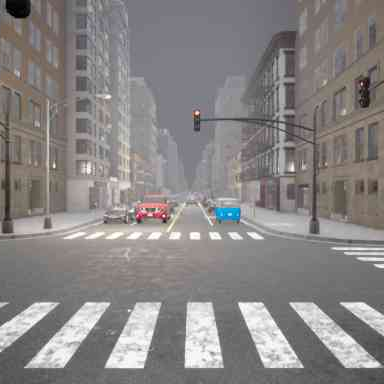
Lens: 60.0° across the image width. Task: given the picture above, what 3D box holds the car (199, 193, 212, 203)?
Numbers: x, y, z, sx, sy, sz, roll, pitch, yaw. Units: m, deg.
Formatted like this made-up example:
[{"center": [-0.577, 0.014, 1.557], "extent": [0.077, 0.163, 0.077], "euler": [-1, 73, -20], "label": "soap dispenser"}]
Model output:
[{"center": [2.616, 1.305, 53.375], "extent": [2.192, 1.841, 5.009], "euler": [0, 0, 0], "label": "car"}]

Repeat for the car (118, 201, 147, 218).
[{"center": [-5.401, 1.543, 30.638], "extent": [1.887, 1.381, 4.507], "euler": [0, 0, 0], "label": "car"}]

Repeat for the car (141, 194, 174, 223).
[{"center": [-2.858, 1.220, 25.637], "extent": [2.150, 2.045, 5.566], "euler": [0, 0, 0], "label": "car"}]

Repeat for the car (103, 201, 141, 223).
[{"center": [-5.399, 1.549, 24.957], "extent": [2.008, 1.369, 4.403], "euler": [0, 0, 0], "label": "car"}]

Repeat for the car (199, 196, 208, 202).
[{"center": [2.607, 1.524, 76.100], "extent": [2.008, 1.369, 4.403], "euler": [0, 0, 0], "label": "car"}]

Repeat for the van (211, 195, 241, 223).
[{"center": [2.626, 1.340, 24.969], "extent": [1.690, 1.788, 3.998], "euler": [0, 0, 0], "label": "van"}]

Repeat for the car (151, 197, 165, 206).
[{"center": [-5.409, 1.556, 53.367], "extent": [1.947, 1.339, 4.313], "euler": [0, 0, 0], "label": "car"}]

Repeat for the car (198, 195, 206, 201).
[{"center": [2.602, 1.531, 87.463], "extent": [1.947, 1.339, 4.313], "euler": [0, 0, 0], "label": "car"}]

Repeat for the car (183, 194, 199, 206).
[{"center": [-0.023, 1.537, 54.681], "extent": [2.033, 1.411, 5.357], "euler": [0, 0, 0], "label": "car"}]

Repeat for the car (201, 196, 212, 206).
[{"center": [2.618, 1.576, 47.694], "extent": [1.802, 1.307, 4.206], "euler": [0, 0, 0], "label": "car"}]

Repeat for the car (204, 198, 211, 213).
[{"center": [2.622, 1.580, 36.331], "extent": [1.802, 1.307, 4.206], "euler": [0, 0, 0], "label": "car"}]

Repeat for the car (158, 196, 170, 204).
[{"center": [-5.414, 1.548, 64.730], "extent": [1.947, 1.339, 4.313], "euler": [0, 0, 0], "label": "car"}]

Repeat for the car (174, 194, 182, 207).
[{"center": [-2.851, 1.494, 48.833], "extent": [1.837, 1.490, 4.892], "euler": [0, 1, 0], "label": "car"}]

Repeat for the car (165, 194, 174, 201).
[{"center": [-5.421, 1.409, 81.775], "extent": [1.967, 1.590, 4.097], "euler": [0, 0, 0], "label": "car"}]

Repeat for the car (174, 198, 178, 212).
[{"center": [-2.866, 1.599, 36.273], "extent": [1.895, 1.301, 4.718], "euler": [0, 0, 0], "label": "car"}]

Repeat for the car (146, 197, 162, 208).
[{"center": [-5.407, 1.520, 47.515], "extent": [1.752, 1.417, 4.829], "euler": [0, 0, 0], "label": "car"}]

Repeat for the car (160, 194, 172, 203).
[{"center": [-5.416, 1.293, 70.411], "extent": [2.192, 1.841, 5.009], "euler": [0, 0, 0], "label": "car"}]
